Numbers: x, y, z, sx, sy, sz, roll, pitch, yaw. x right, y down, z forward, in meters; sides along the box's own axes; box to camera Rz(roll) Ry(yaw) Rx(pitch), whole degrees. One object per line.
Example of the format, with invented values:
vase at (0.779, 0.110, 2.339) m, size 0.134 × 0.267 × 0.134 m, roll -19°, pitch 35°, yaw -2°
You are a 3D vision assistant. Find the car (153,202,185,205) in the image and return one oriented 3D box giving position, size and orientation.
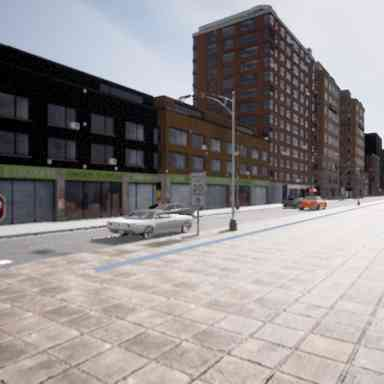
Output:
car at (-1.829, 1.436, 22.133) m, size 1.837 × 1.490 × 4.892 m, roll 0°, pitch 0°, yaw 36°

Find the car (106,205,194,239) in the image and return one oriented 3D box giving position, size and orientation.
car at (-1.941, 1.553, 17.047) m, size 1.895 × 1.301 × 4.718 m, roll 0°, pitch 0°, yaw 36°

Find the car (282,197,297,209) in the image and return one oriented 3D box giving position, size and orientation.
car at (13.364, 1.395, 43.285) m, size 1.837 × 1.490 × 4.892 m, roll 0°, pitch 0°, yaw 36°

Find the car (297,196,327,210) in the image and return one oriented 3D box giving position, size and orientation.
car at (14.949, 1.254, 40.618) m, size 2.097 × 1.767 × 4.553 m, roll 0°, pitch 0°, yaw 36°
